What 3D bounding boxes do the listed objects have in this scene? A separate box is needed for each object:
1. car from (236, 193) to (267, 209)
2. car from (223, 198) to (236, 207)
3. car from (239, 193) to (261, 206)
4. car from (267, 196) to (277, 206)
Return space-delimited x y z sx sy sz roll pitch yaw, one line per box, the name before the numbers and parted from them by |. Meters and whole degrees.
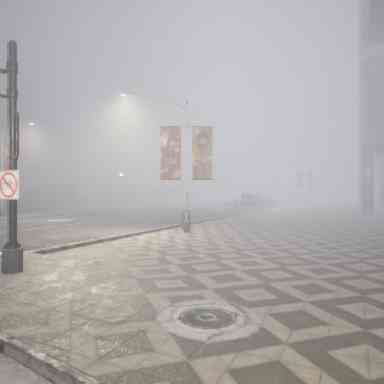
car | 8.270 1.187 45.801 2.150 2.045 5.566 0 0 27
car | 6.221 1.569 49.020 1.895 1.301 4.718 0 0 27
car | 9.888 1.181 56.582 2.150 2.045 5.566 0 0 26
car | 12.794 1.447 55.126 2.128 1.511 4.902 0 0 26
